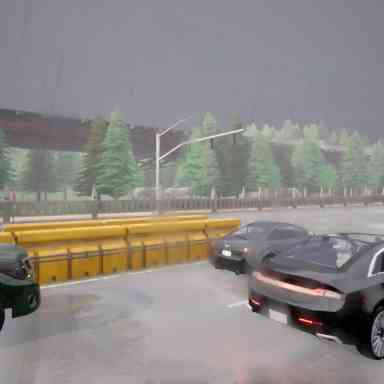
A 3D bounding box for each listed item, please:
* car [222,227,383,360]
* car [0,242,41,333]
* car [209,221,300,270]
[{"bbox_3d":[3.143,1.492,5.972,4.902,1.511,2.128,0,0,-36],"label":"car"},{"bbox_3d":[-5.093,1.221,4.420,5.566,2.045,2.150,0,0,-35],"label":"car"},{"bbox_3d":[2.535,1.564,9.833,4.181,1.385,1.994,0,0,-36],"label":"car"}]
